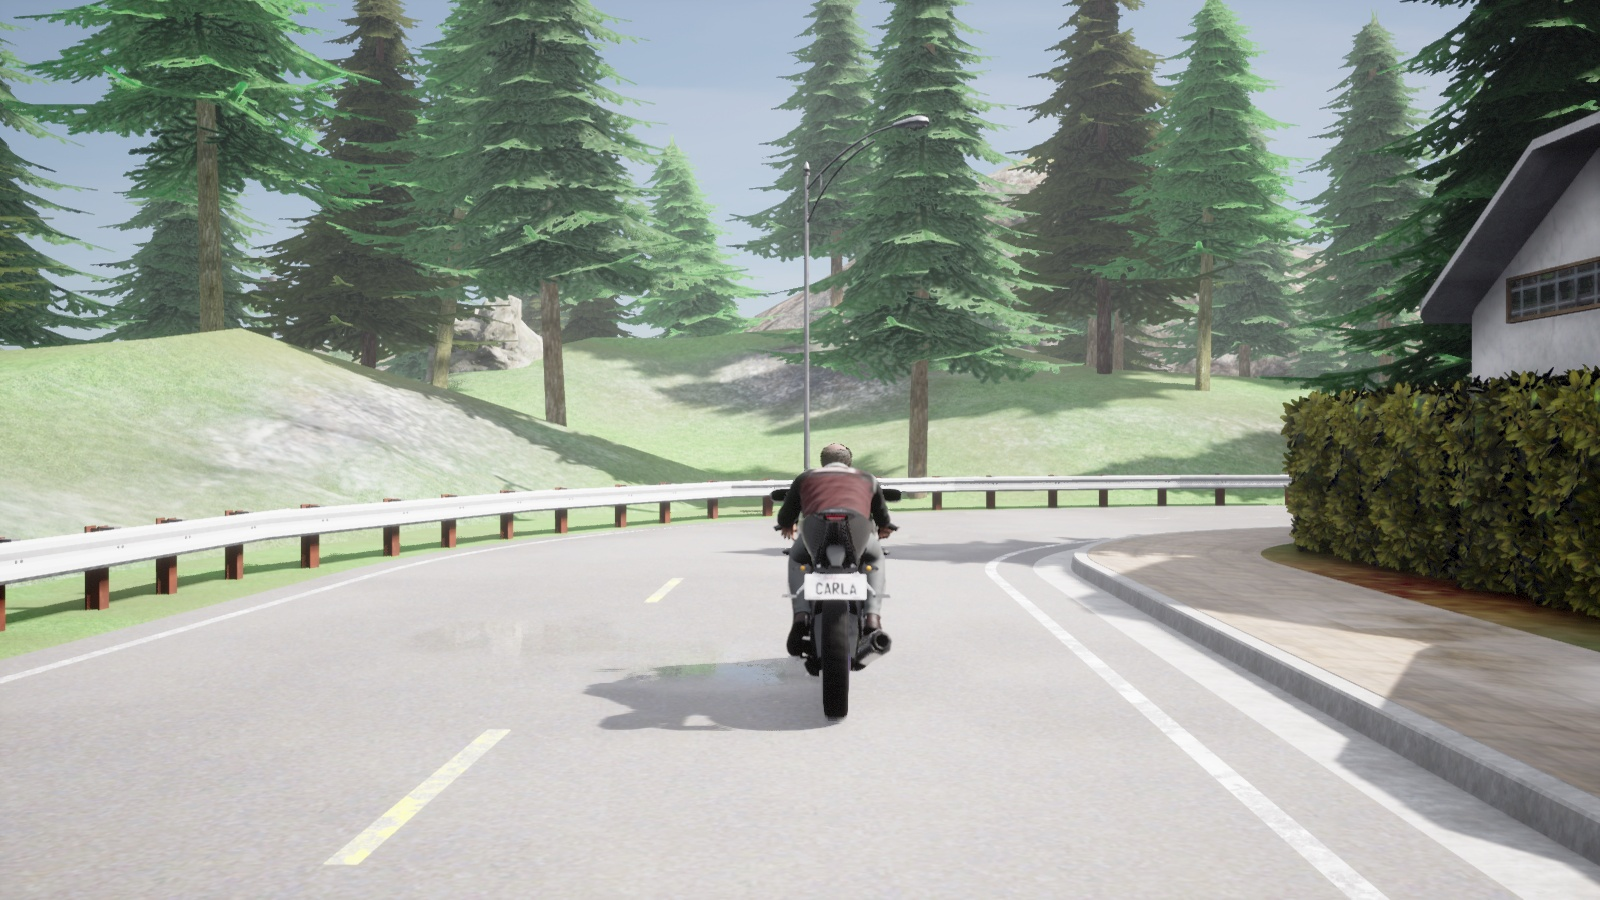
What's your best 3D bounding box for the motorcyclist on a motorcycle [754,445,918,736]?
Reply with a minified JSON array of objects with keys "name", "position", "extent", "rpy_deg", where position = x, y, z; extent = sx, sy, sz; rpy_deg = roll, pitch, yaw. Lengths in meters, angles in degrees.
[{"name":"motorcyclist on a motorcycle","position":[0.222,0.738,7.734],"extent":[0.866,1.530,2.191],"rpy_deg":[0,0,2]}]
